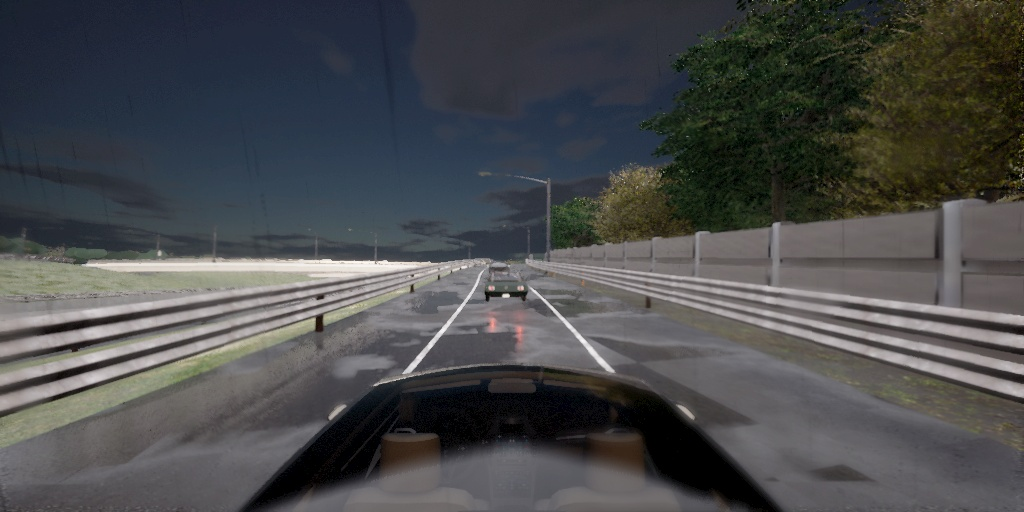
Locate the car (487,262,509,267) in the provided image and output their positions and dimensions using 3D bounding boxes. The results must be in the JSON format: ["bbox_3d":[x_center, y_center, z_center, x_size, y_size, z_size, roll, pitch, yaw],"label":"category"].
[{"bbox_3d":[-1.229,1.239,32.144,1.882,1.535,5.008,0,0,-4],"label":"car"}]

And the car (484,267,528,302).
[{"bbox_3d":[-0.336,1.368,17.107,1.895,1.301,4.718,0,0,-2],"label":"car"}]
